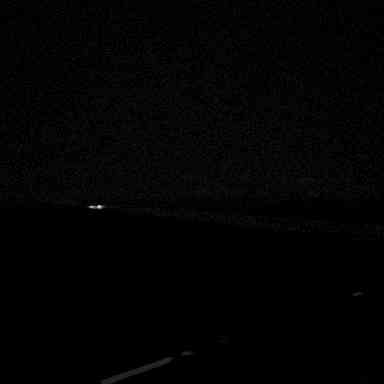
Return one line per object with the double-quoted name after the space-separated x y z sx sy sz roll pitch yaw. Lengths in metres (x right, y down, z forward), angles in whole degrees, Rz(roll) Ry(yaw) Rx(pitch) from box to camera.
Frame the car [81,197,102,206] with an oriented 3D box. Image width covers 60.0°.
-15.841 1.418 51.998 2.033 1.411 5.357 -2 1 -35 "car"
